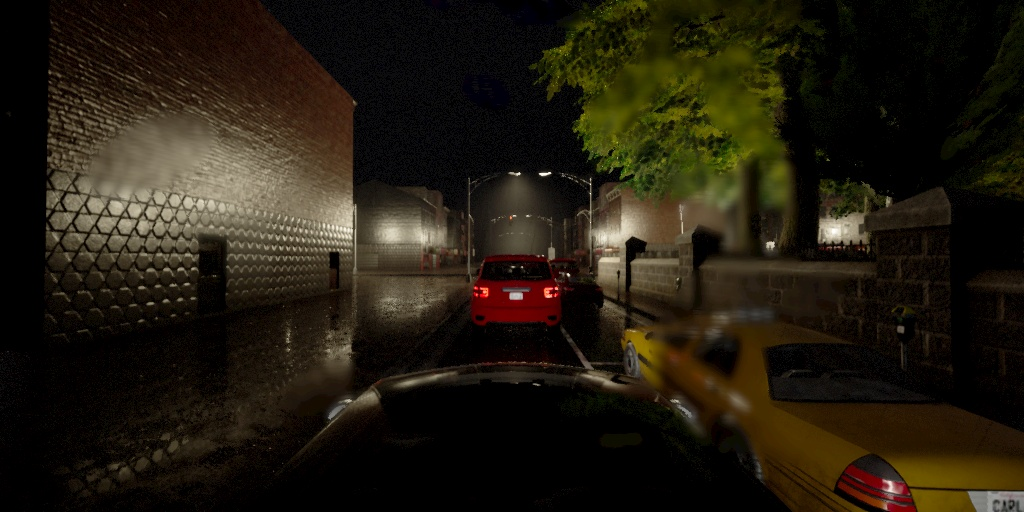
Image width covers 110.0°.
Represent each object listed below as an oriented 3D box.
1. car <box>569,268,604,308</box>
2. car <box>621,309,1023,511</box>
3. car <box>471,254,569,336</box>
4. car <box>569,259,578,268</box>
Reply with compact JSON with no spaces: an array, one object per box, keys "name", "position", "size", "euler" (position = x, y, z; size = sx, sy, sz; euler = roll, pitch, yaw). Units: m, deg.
[{"name":"car","position":[2.633,1.334,14.928],"size":[1.802,1.307,4.207],"euler":[0,0,0]},{"name":"car","position":[2.637,1.275,4.200],"size":[1.751,1.417,4.829],"euler":[0,0,0]},{"name":"car","position":[0.096,0.972,10.515],"size":[2.150,2.045,5.566],"euler":[0,0,0]},{"name":"car","position":[2.631,1.071,20.377],"size":[2.192,1.841,5.009],"euler":[0,0,0]}]
